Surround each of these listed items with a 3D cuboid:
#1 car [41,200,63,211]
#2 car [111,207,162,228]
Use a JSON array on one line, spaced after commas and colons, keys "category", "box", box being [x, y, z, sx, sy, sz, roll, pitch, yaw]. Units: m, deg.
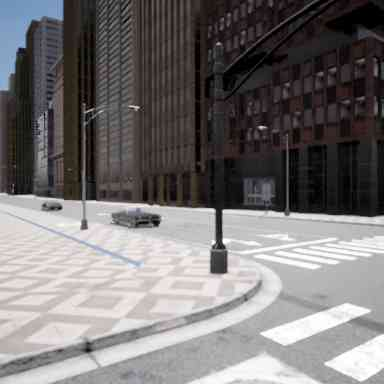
[{"category": "car", "box": [-18.864, 1.792, 44.647, 2.033, 1.411, 5.357, 0, 0, -35]}, {"category": "car", "box": [-3.974, 1.725, 23.400, 1.895, 1.301, 4.718, 0, 0, -35]}]
